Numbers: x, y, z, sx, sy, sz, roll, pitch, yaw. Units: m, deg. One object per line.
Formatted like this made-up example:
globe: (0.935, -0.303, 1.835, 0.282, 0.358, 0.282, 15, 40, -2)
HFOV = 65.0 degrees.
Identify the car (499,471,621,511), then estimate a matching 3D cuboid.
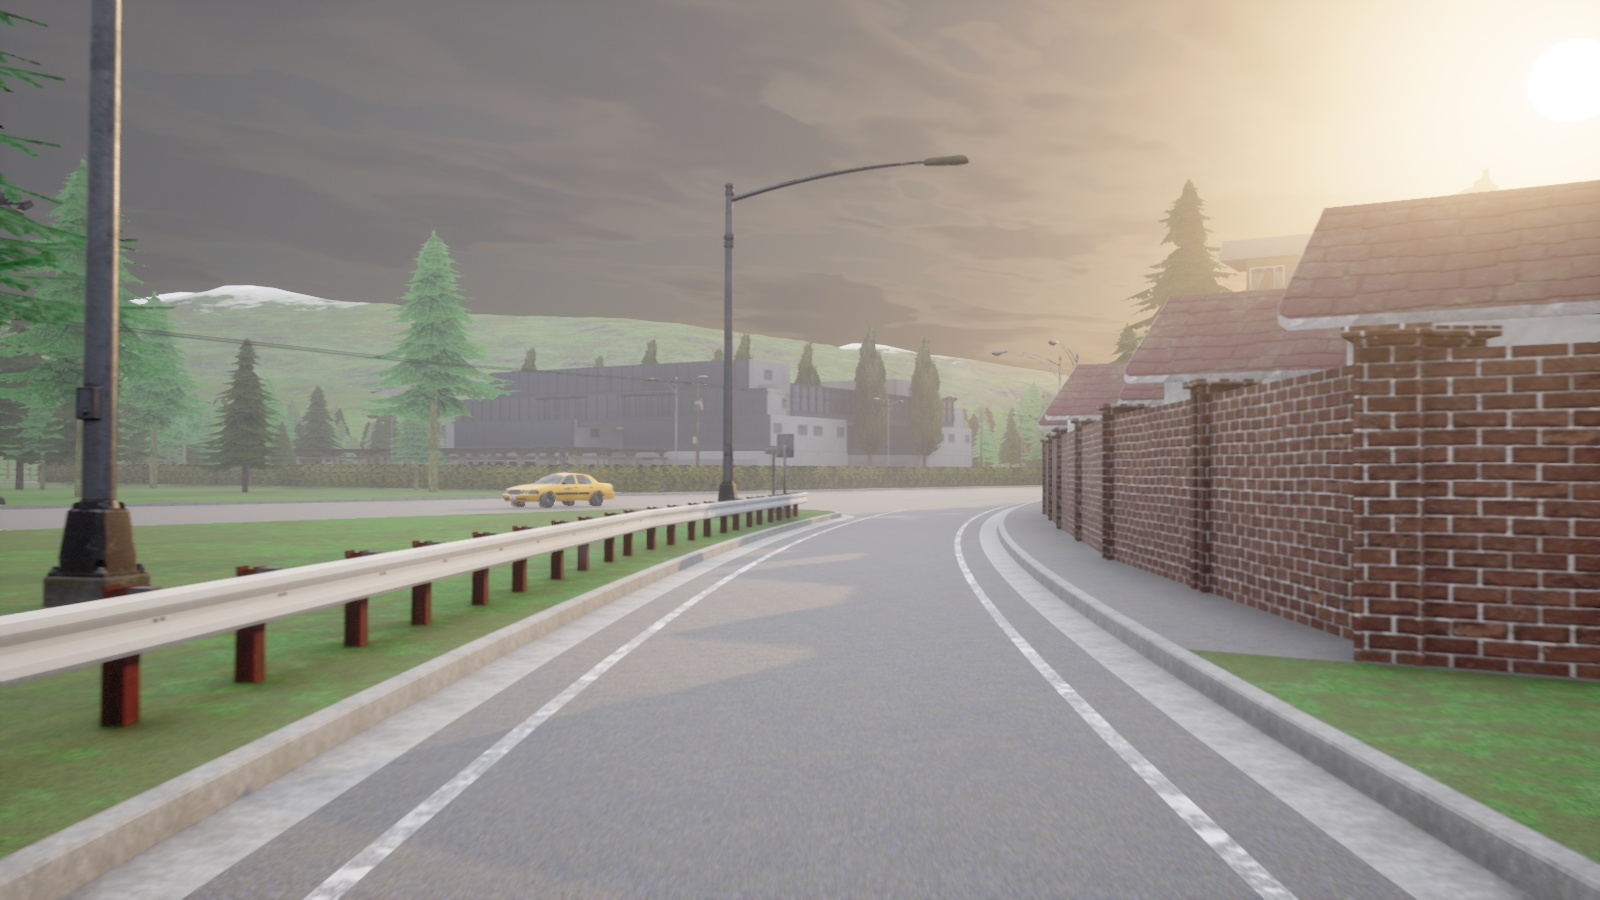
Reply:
car: (-9.939, 1.668, 52.405, 1.801, 1.575, 5.366, -1, -1, 33)
